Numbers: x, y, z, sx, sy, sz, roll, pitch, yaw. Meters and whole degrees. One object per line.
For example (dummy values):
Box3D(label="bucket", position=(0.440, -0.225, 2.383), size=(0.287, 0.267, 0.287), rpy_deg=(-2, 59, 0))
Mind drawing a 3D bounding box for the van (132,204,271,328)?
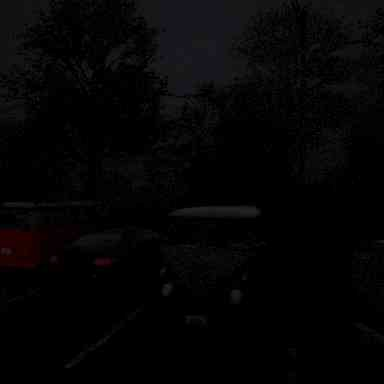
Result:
Box3D(label="van", position=(0.656, 1.257, 6.833), size=(1.878, 1.987, 4.442), rpy_deg=(1, -1, 15))

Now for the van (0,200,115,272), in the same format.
Box3D(label="van", position=(-4.084, 1.261, 10.479), size=(1.878, 1.987, 4.442), rpy_deg=(0, -1, 15))

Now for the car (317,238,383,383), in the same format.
Box3D(label="car", position=(3.080, 1.526, 5.235), size=(2.002, 1.452, 4.674), rpy_deg=(1, -1, 16))

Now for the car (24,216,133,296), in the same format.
Box3D(label="car", position=(-1.722, 1.523, 8.652), size=(2.002, 1.452, 4.674), rpy_deg=(0, -1, 16))
